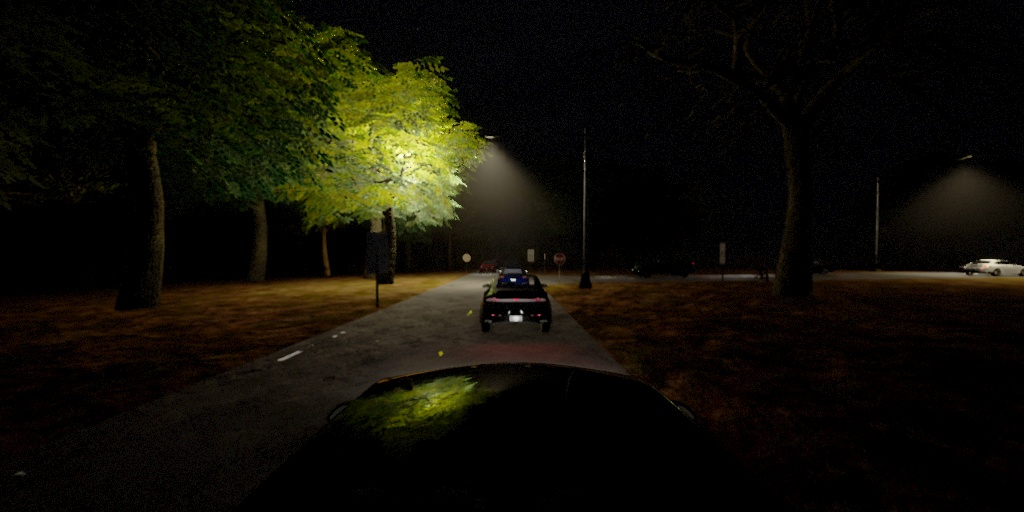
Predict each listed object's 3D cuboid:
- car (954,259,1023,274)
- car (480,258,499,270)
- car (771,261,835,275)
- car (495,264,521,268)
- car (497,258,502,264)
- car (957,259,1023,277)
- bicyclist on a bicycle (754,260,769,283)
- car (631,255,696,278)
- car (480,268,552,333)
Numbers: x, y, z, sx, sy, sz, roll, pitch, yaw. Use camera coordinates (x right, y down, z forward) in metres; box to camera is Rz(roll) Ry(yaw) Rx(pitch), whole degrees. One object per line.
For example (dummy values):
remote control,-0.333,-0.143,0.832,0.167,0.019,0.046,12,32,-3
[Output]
car,46.871,1.024,35.145,5.357,1.411,2.033,0,1,-9
car,-3.065,1.364,45.921,1.882,1.535,5.008,0,0,0
car,26.975,1.117,33.310,4.718,1.301,1.895,-1,1,-2
car,0.093,1.406,23.605,1.994,1.385,4.181,0,0,1
car,-3.067,1.427,56.945,1.812,1.442,4.674,0,0,0
car,42.310,1.026,31.451,4.674,1.442,1.812,0,1,-8
bicyclist on a bicycle,18.556,1.158,26.733,0.582,1.620,1.656,-1,-1,0
car,13.978,0.903,33.258,5.566,2.045,2.150,-1,1,1
car,0.099,1.286,10.956,2.128,1.511,4.902,0,0,0
